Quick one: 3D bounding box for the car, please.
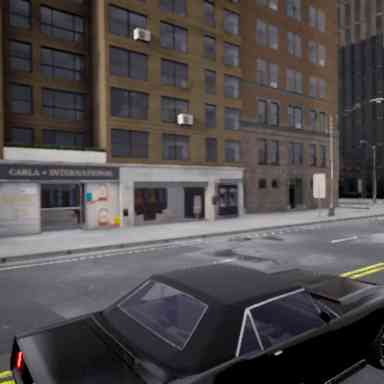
[{"bbox_3d":[0.648,1.558,3.902,4.718,1.301,1.895,-1,1,-36],"label":"car"}]
